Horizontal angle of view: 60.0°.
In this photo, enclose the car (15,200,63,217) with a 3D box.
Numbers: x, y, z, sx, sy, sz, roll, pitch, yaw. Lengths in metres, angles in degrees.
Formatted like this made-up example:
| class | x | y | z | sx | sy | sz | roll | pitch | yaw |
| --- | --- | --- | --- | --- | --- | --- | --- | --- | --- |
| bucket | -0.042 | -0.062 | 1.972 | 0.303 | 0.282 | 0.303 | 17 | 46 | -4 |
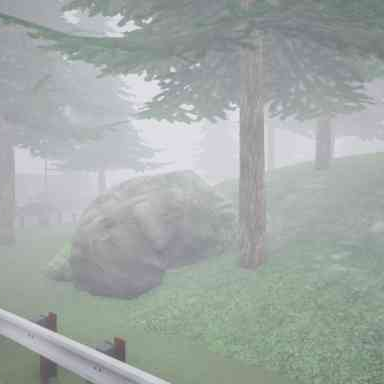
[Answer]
| class | x | y | z | sx | sy | sz | roll | pitch | yaw |
| --- | --- | --- | --- | --- | --- | --- | --- | --- | --- |
| car | -13.278 | 1.490 | 27.867 | 1.837 | 1.490 | 4.892 | 0 | 0 | 35 |
